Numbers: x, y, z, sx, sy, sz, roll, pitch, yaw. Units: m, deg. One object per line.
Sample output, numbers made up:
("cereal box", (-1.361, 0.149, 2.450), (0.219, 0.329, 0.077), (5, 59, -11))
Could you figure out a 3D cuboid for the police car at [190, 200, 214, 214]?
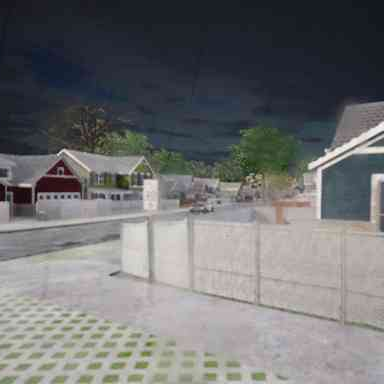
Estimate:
("police car", (1.244, 1.880, 41.831), (2.038, 1.542, 4.974), (1, 0, 19))
